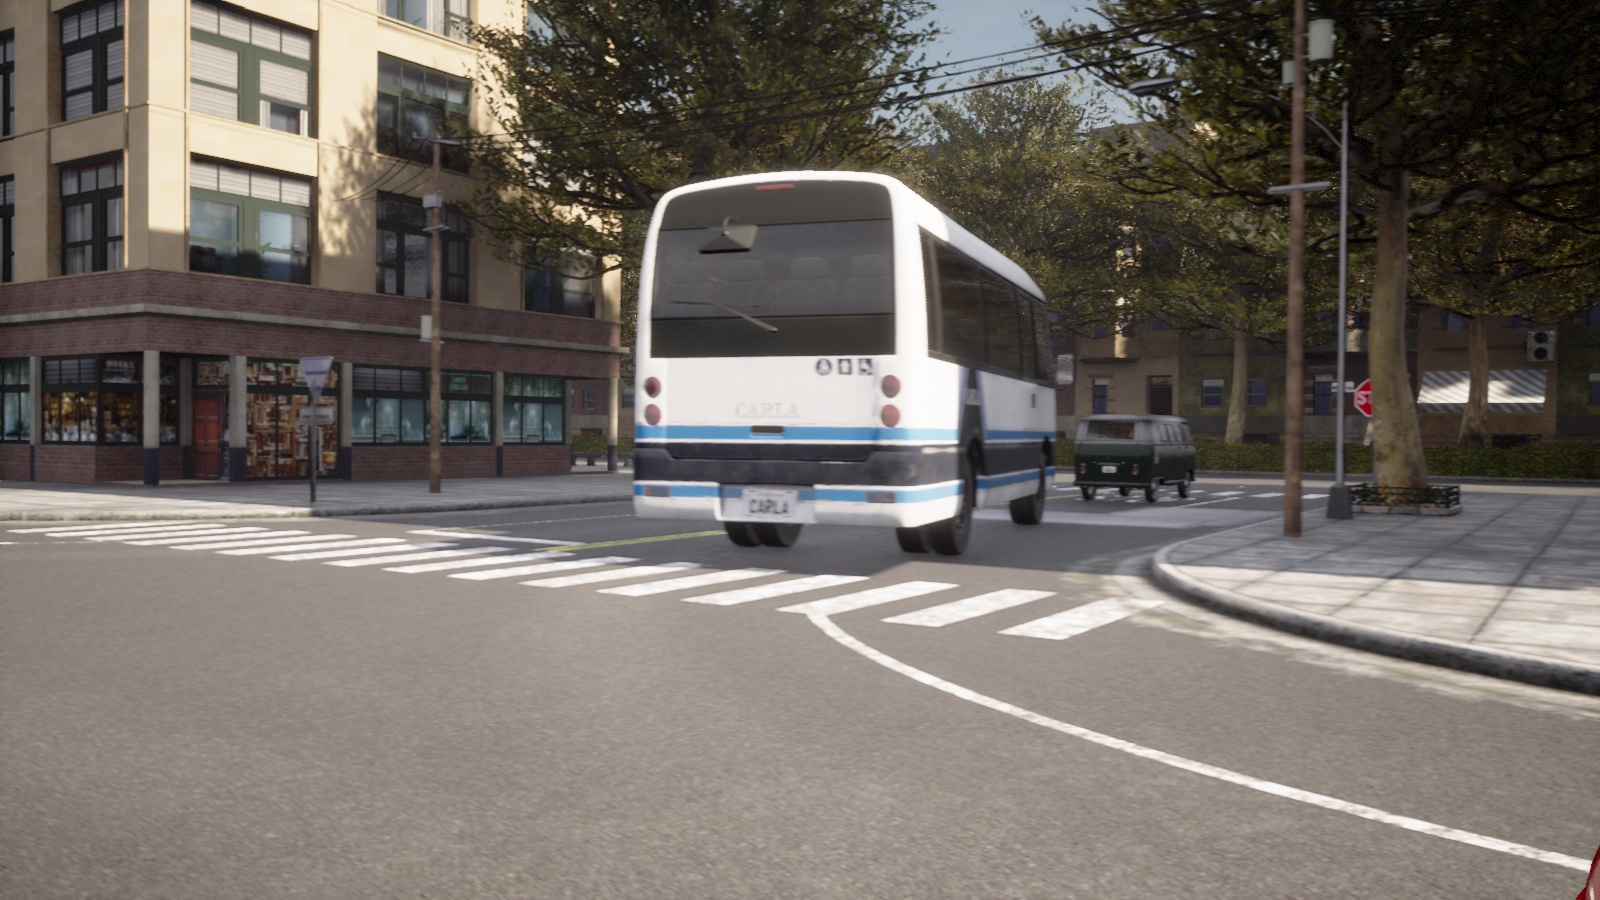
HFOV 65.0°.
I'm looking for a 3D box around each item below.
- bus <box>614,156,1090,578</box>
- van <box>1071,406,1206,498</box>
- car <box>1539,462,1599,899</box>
[{"bbox_3d":[1.545,-0.907,18.161,3.944,4.253,10.273,0,1,20],"label":"bus"},{"bbox_3d":[7.995,0.011,29.383,1.775,1.987,4.442,0,1,33],"label":"van"},{"bbox_3d":[2.486,0.737,1.973,2.207,1.376,1.481,0,1,34],"label":"car"}]
